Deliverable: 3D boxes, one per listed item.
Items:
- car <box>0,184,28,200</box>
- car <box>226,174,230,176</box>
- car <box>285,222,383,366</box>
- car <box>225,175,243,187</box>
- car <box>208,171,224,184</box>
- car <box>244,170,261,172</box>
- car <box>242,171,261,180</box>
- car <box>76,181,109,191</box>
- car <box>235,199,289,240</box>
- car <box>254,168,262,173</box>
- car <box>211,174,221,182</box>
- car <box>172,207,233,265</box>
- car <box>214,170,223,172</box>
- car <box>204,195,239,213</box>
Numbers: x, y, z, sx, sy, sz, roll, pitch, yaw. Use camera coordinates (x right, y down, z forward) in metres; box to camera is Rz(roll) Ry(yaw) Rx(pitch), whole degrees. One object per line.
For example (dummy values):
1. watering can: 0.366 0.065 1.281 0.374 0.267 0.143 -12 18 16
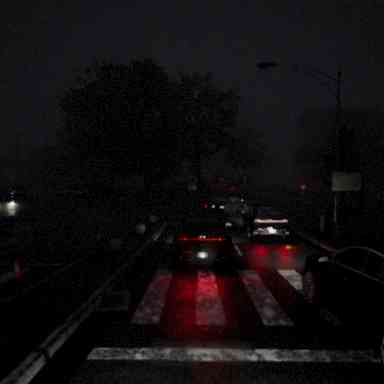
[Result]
1. car: -20.058 -0.064 37.015 2.097 1.767 4.553 -1 4 -9
2. car: 9.147 -3.592 81.945 1.882 1.535 5.008 1 5 10
3. car: 3.209 1.498 5.104 2.128 1.511 4.902 0 0 1
4. car: 7.959 -1.857 63.426 1.812 1.442 4.674 0 5 -1
5. car: 4.910 -2.681 69.195 2.150 2.045 5.566 0 5 1
6. car: 14.885 -4.167 86.618 4.553 1.767 2.185 1 5 11
7. car: 14.344 -3.790 83.941 4.892 1.521 2.231 1 5 11
8. car: -15.424 -0.988 51.917 5.008 1.535 1.882 -2 5 -30
9. car: 3.571 1.393 16.654 2.128 1.511 4.902 0 2 3
10. car: 15.883 -4.799 91.994 5.566 2.045 2.435 1 6 11
11. car: 5.734 -3.345 79.581 1.837 1.490 4.892 1 5 10
12. car: 0.358 1.498 11.679 1.837 1.490 4.892 0 0 1
13. car: 7.441 -4.405 89.412 2.097 1.767 4.553 1 5 11
14. car: 2.676 0.930 25.862 2.033 1.411 5.357 2 4 27
